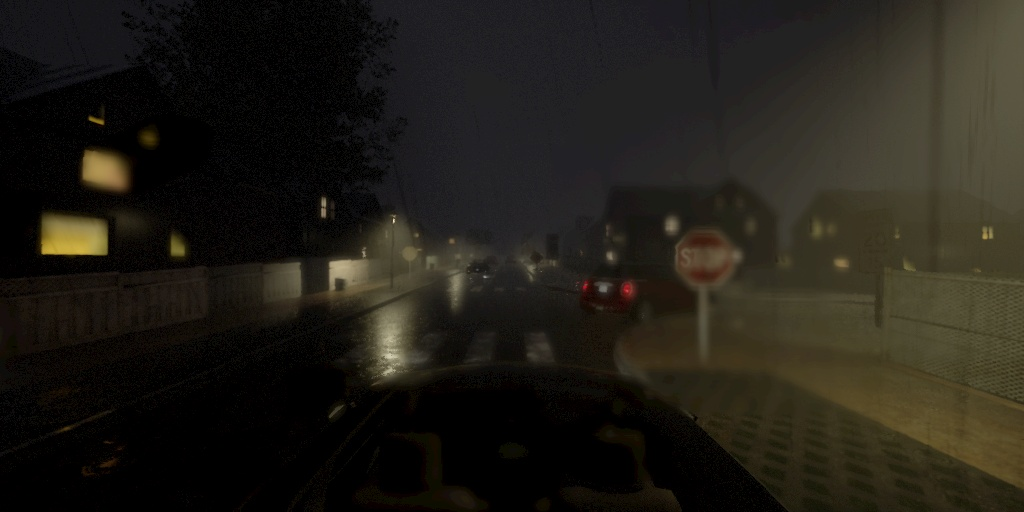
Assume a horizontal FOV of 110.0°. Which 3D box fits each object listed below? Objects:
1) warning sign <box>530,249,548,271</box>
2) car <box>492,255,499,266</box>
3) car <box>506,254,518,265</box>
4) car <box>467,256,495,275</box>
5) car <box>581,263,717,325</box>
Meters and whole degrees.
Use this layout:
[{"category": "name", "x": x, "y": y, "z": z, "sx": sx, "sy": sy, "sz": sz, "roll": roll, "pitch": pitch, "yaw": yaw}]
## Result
[{"category": "warning sign", "x": 2.451, "y": 0.505, "z": 34.065, "sx": 1.300, "sy": 1.860, "sz": 1.060, "roll": 0, "pitch": 0, "yaw": 0}, {"category": "car", "x": -2.921, "y": 0.678, "z": 52.877, "sx": 1.882, "sy": 1.535, "sz": 5.008, "roll": 0, "pitch": 1, "yaw": 0}, {"category": "car", "x": -0.061, "y": 0.705, "z": 57.300, "sx": 2.033, "sy": 1.411, "sz": 5.357, "roll": 0, "pitch": 1, "yaw": 0}, {"category": "car", "x": -2.910, "y": 0.967, "z": 32.880, "sx": 1.994, "sy": 1.385, "sz": 4.181, "roll": 0, "pitch": 1, "yaw": 0}, {"category": "car", "x": 4.423, "y": 1.025, "z": 11.353, "sx": 4.553, "sy": 1.767, "sz": 2.097, "roll": 2, "pitch": -1, "yaw": -33}]
